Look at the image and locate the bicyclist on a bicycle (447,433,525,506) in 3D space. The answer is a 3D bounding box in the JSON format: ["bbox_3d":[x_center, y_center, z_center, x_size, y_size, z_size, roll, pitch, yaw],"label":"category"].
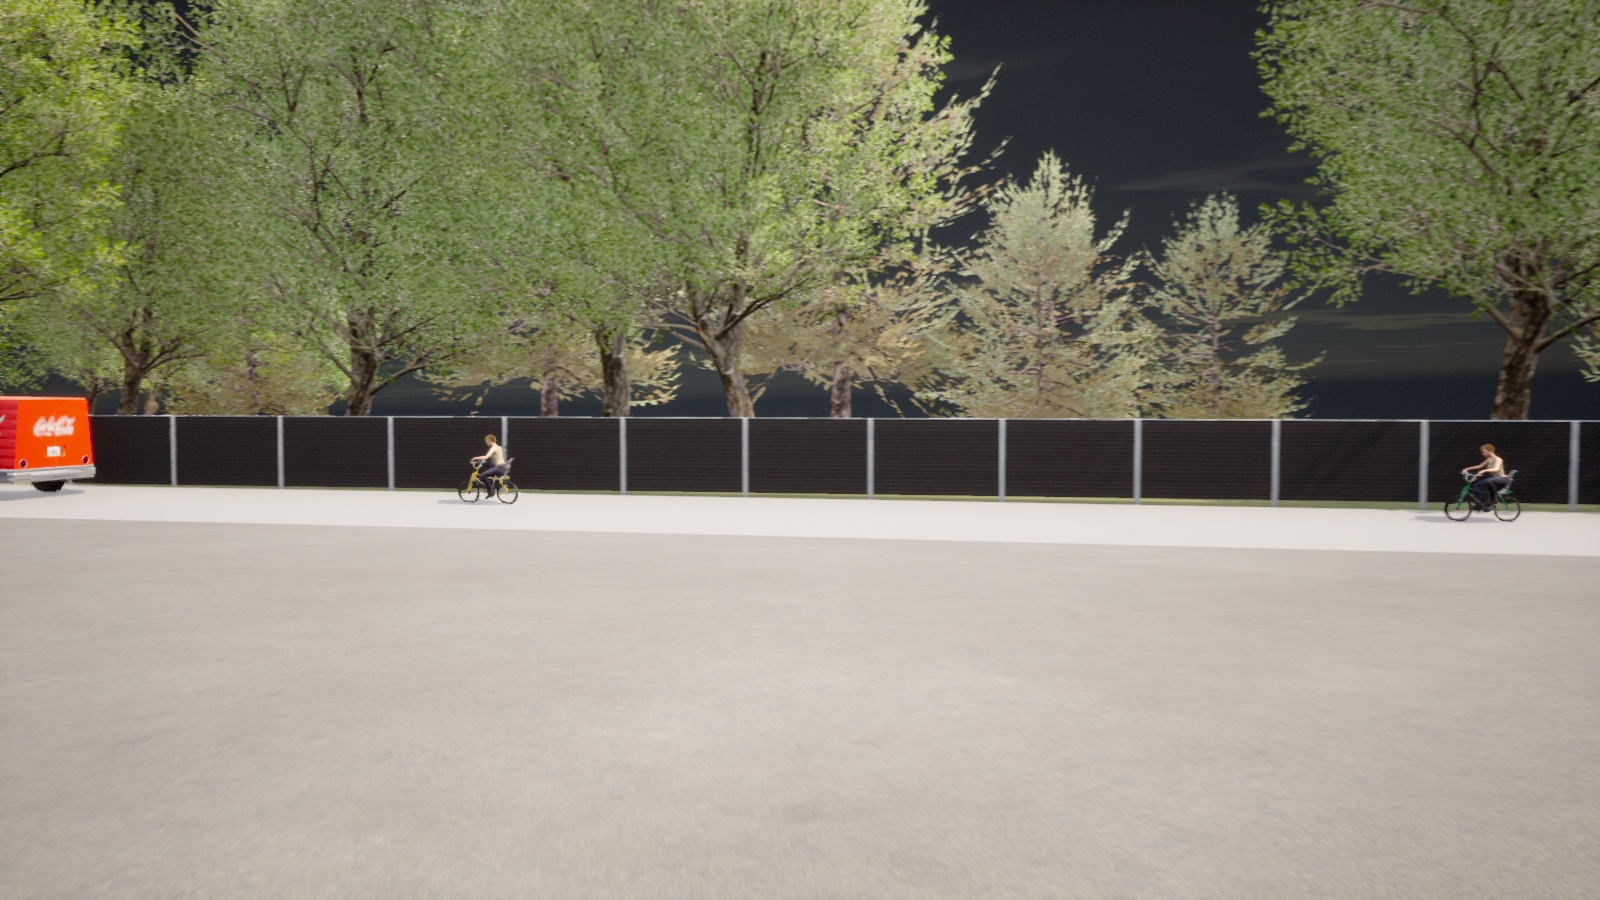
[{"bbox_3d":[-7.222,0.437,28.930,1.509,1.612,0.866,1,3,12],"label":"bicyclist on a bicycle"}]

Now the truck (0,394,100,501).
[{"bbox_3d":[-20.657,-0.150,31.303,5.204,2.467,2.627,1,3,15],"label":"truck"}]

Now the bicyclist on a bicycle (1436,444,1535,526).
[{"bbox_3d":[13.944,0.700,25.574,1.509,1.612,0.866,0,3,6],"label":"bicyclist on a bicycle"}]
